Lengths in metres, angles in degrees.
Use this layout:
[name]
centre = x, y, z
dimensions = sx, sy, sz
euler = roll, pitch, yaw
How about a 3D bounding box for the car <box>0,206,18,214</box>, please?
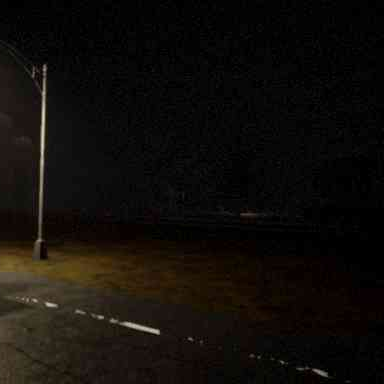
[car]
centre = -36.108, 3.498, 64.273
dimensions = 2.128, 1.511, 4.902
euler = -2, -4, 29
